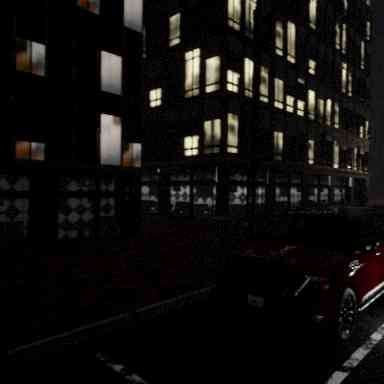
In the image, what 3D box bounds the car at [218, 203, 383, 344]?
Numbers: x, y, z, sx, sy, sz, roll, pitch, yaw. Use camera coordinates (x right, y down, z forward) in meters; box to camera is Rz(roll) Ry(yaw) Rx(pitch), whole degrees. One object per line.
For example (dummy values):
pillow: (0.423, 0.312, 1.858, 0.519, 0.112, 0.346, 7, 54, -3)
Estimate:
car: (2.677, 1.244, 6.600, 2.192, 1.841, 5.009, 2, 1, 44)
